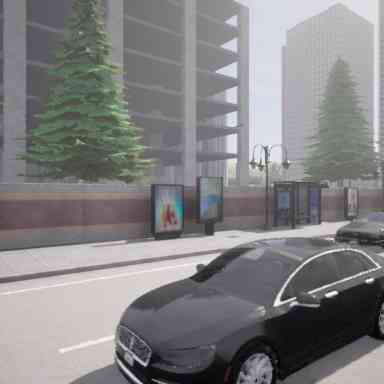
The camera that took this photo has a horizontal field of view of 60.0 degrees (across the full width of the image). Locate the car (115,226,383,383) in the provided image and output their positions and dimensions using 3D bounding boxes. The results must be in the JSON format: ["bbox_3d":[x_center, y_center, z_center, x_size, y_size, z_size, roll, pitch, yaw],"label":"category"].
[{"bbox_3d":[1.299,1.504,4.940,4.892,1.490,1.837,0,0,-36],"label":"car"}]

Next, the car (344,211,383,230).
[{"bbox_3d":[8.429,1.547,14.418,5.357,1.411,2.033,0,0,-36],"label":"car"}]
